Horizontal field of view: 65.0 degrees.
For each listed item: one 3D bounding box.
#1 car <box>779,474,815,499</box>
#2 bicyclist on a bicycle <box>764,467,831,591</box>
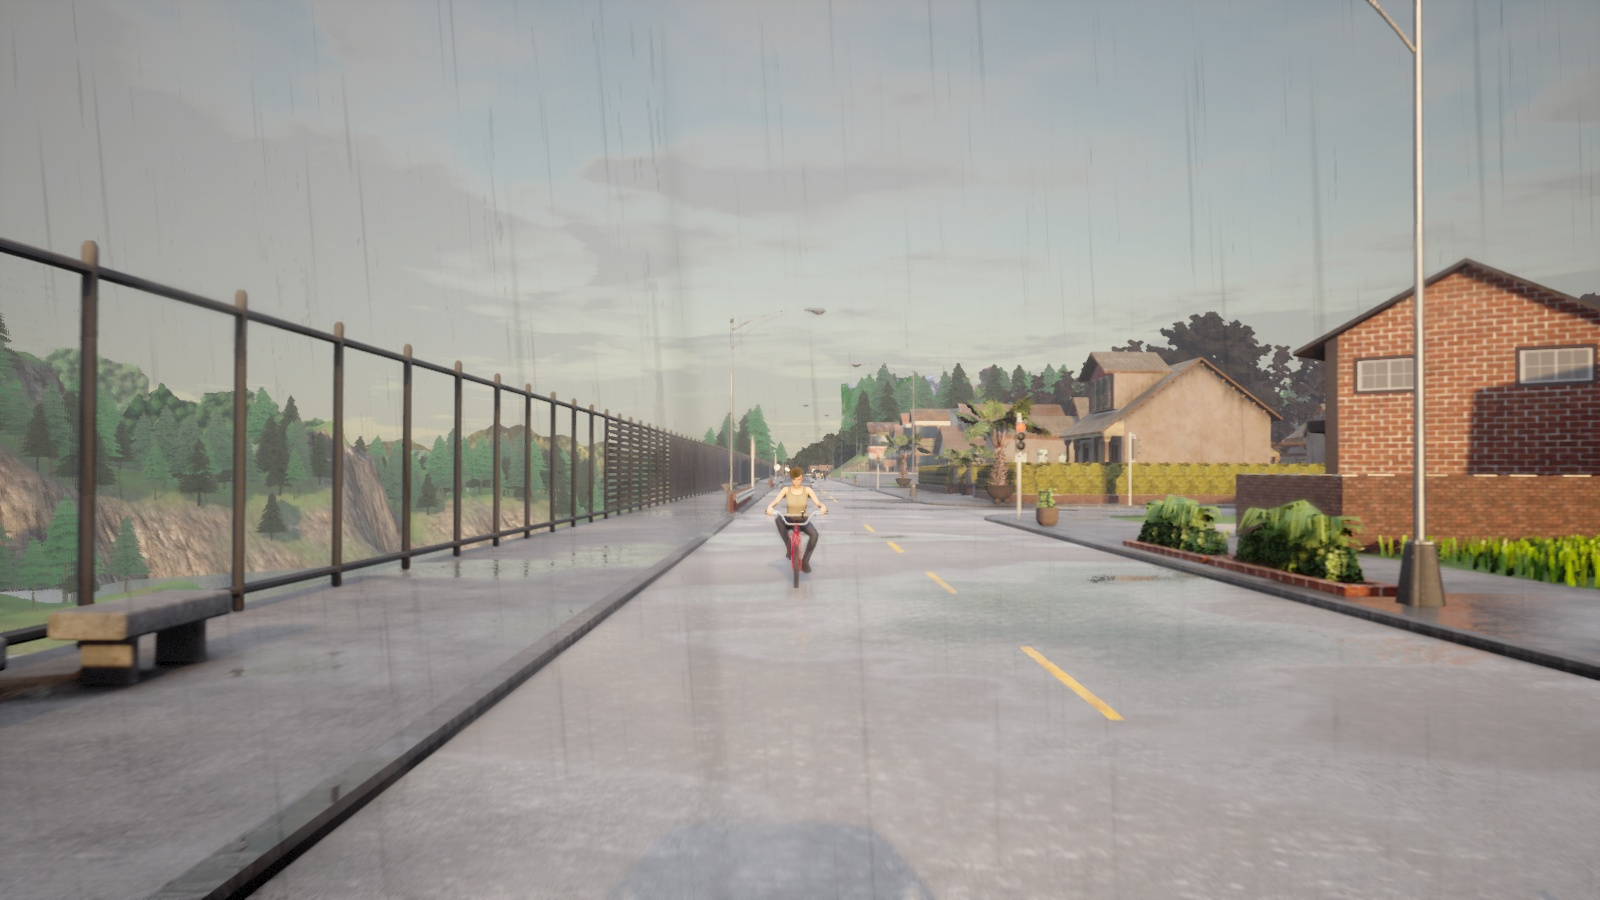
[{"bbox_3d":[-0.176,2.109,74.444,2.033,1.411,5.357,0,-1,0],"label":"car"},{"bbox_3d":[-0.037,1.037,17.093,0.866,1.612,1.509,0,-1,0],"label":"bicyclist on a bicycle"}]
